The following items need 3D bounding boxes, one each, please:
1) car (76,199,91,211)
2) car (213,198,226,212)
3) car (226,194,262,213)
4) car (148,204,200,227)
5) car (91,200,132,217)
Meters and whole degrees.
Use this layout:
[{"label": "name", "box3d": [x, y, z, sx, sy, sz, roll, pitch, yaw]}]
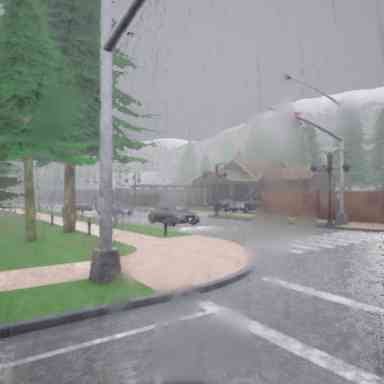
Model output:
[{"label": "car", "box3d": [-13.178, 1.563, 38.877, 1.994, 1.385, 4.181, 0, 0, -37]}, {"label": "car", "box3d": [4.326, 1.190, 36.443, 3.866, 1.878, 1.905, 0, 0, -37]}, {"label": "car", "box3d": [6.143, 1.189, 34.662, 4.605, 1.855, 1.932, 0, 0, -37]}, {"label": "car", "box3d": [-1.297, 1.564, 22.984, 1.994, 1.385, 4.181, 0, 0, -37]}, {"label": "car", "box3d": [-7.288, 1.491, 31.029, 2.128, 1.511, 4.902, 0, 0, -37]}]
